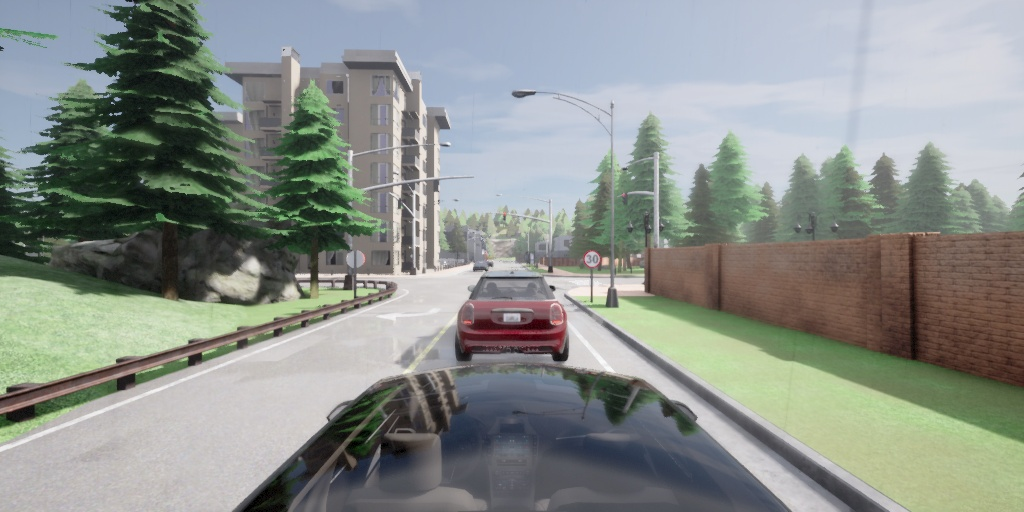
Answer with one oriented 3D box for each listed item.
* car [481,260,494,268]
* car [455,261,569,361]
[{"bbox_3d":[-4.112,1.350,61.042,1.895,1.301,4.718,0,0,0],"label":"car"},{"bbox_3d":[0.001,1.102,8.417,2.097,1.767,4.553,0,0,0],"label":"car"}]
